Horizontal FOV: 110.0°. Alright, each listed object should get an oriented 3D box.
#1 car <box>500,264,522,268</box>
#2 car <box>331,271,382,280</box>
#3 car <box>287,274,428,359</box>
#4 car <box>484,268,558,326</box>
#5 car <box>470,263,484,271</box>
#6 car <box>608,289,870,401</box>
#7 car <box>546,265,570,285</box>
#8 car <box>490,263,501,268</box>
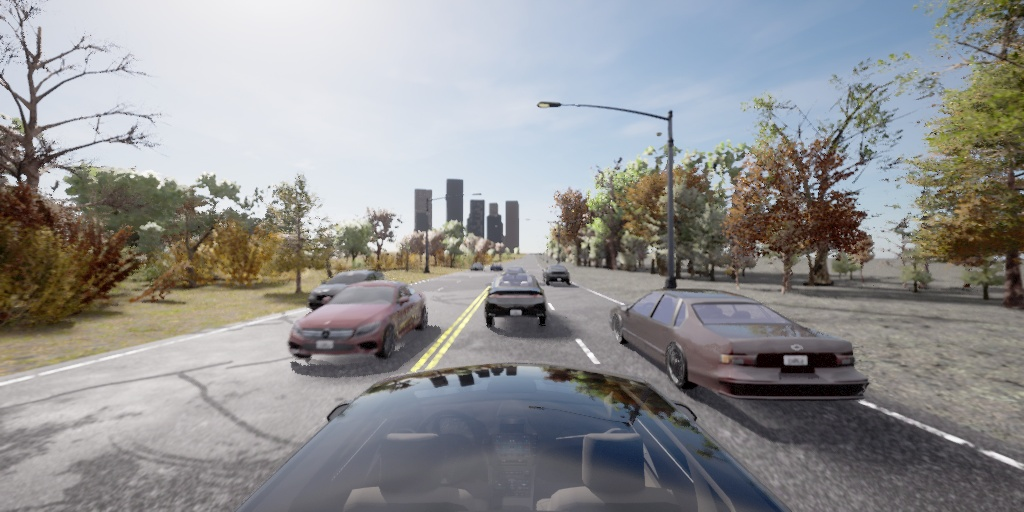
[{"bbox_3d":[0.265,1.570,29.317,1.994,1.385,4.181,0,0,1],"label":"car"},{"bbox_3d":[-6.569,1.388,15.107,1.837,1.490,4.892,0,-1,0],"label":"car"},{"bbox_3d":[-3.343,1.347,8.746,1.812,1.442,4.674,0,-1,0],"label":"car"},{"bbox_3d":[0.119,1.347,12.223,2.128,1.511,4.902,0,0,0],"label":"car"},{"bbox_3d":[-5.684,1.838,58.963,1.994,1.385,4.181,0,0,2],"label":"car"},{"bbox_3d":[3.370,1.329,6.769,2.033,1.411,5.357,0,-1,0],"label":"car"},{"bbox_3d":[3.522,1.492,29.010,1.837,1.490,4.892,0,0,1],"label":"car"},{"bbox_3d":[-2.484,1.800,57.973,1.895,1.301,4.718,-1,0,2],"label":"car"}]
